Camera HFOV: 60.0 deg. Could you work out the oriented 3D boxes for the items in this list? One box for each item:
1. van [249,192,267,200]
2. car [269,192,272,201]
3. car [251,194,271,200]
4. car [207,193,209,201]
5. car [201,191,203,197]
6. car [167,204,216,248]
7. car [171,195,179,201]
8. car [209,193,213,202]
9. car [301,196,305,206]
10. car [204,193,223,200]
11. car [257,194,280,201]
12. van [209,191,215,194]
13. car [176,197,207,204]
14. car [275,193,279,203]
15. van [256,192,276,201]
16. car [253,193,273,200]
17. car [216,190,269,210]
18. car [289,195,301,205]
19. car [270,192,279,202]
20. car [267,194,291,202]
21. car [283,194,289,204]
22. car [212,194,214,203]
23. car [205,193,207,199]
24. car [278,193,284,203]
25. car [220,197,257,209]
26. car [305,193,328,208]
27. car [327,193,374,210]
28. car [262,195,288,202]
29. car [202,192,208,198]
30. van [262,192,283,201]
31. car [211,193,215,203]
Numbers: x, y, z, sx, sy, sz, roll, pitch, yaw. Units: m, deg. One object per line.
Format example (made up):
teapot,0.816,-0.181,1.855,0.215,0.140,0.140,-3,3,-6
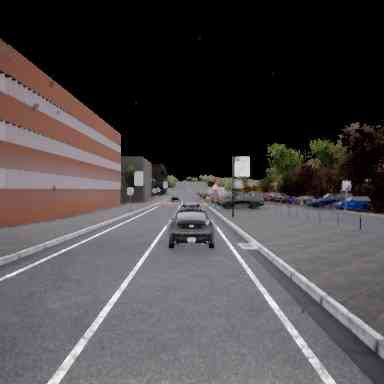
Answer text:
van,17.693,1.072,89.440,4.442,1.987,1.878,0,0,-1
car,18.229,1.341,66.981,5.008,1.535,2.097,0,0,-1
car,17.896,1.333,86.617,4.792,1.488,2.163,0,0,-1
car,5.723,1.388,63.722,4.674,1.452,2.002,0,0,-1
car,5.485,1.070,77.848,5.566,2.045,2.435,0,0,-1
car,-0.023,1.512,14.656,1.837,1.490,4.892,0,0,0
car,-3.851,1.415,75.918,1.895,1.301,4.718,0,0,-1
car,5.804,1.388,58.071,4.792,1.488,2.163,0,0,-1
car,18.623,1.377,47.095,4.892,1.521,2.231,0,0,-1
car,5.381,1.184,83.498,4.553,1.767,2.185,0,0,-1
car,18.029,1.321,78.148,4.892,1.521,2.231,0,0,-1
van,5.896,1.127,60.898,4.442,1.987,1.878,0,0,-1
car,-0.093,1.488,29.661,2.128,1.511,4.902,0,0,0
car,18.373,1.381,61.211,4.792,1.488,2.163,0,0,-1
van,18.087,1.088,80.974,4.442,1.987,1.878,0,0,-1
car,17.883,1.183,83.918,4.553,1.767,2.185,0,0,-1
car,6.127,1.130,41.119,5.566,2.045,2.435,0,0,-1
car,18.501,1.369,52.740,4.892,1.521,2.231,0,0,-1
car,18.292,1.346,64.158,5.008,1.535,2.097,0,0,-1
car,18.211,1.210,69.804,4.553,1.767,2.185,0,0,-1
car,18.447,1.363,55.564,5.008,1.535,2.097,0,0,-1
car,5.938,1.409,52.421,4.674,1.452,2.002,0,0,-1
car,5.857,1.339,66.550,5.366,1.575,1.946,0,0,-1
car,18.393,1.357,58.387,5.008,1.535,2.097,0,0,-1
car,6.099,1.420,43.944,4.674,1.452,2.002,0,0,-1
car,18.641,1.127,44.394,5.566,2.045,2.435,0,0,-1
car,18.716,1.248,38.615,4.553,1.767,2.185,0,1,-1
car,18.132,1.330,72.627,5.008,1.535,2.097,0,0,-1
car,5.433,1.334,69.369,5.366,1.575,1.946,0,0,-1
van,18.191,1.099,75.325,4.442,1.987,1.878,0,0,-1
car,5.890,1.404,55.246,4.674,1.452,2.002,0,0,-1
